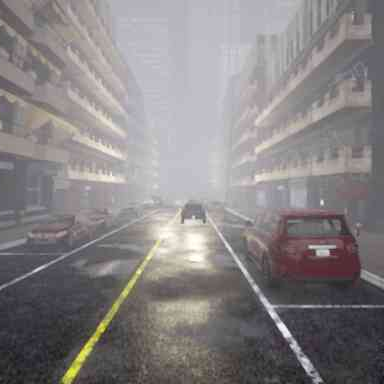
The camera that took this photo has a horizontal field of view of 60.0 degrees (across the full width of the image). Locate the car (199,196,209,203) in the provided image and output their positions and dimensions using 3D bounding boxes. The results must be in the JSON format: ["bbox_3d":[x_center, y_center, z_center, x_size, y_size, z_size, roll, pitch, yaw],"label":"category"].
[{"bbox_3d":[2.703,1.689,76.416,2.008,1.369,4.403,-1,0,0],"label":"car"}]

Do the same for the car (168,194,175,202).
[{"bbox_3d":[-5.675,1.700,82.048,2.008,1.369,4.403,-1,0,0],"label":"car"}]

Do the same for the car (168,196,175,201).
[{"bbox_3d":[-5.671,1.753,93.252,1.802,1.307,4.206,-1,0,0],"label":"car"}]

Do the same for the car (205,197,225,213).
[{"bbox_3d":[2.691,1.591,37.371,1.752,1.417,4.829,-1,0,0],"label":"car"}]

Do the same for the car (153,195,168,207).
[{"bbox_3d":[-5.687,1.412,54.039,2.192,1.841,5.009,-1,0,0],"label":"car"}]

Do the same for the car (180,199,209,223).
[{"bbox_3d":[0.109,1.551,26.112,1.837,1.490,4.892,0,0,0],"label":"car"}]

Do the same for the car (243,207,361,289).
[{"bbox_3d":[2.680,1.331,9.191,2.192,1.841,5.009,-1,0,0],"label":"car"}]

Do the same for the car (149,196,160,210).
[{"bbox_3d":[-5.687,1.627,42.834,2.008,1.369,4.403,-1,0,0],"label":"car"}]

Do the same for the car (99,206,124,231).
[{"bbox_3d":[-5.693,1.619,20.426,1.802,1.307,4.206,-1,0,0],"label":"car"}]

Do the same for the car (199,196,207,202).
[{"bbox_3d":[2.705,1.675,82.187,1.752,1.417,4.829,-1,0,0],"label":"car"}]

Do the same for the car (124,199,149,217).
[{"bbox_3d":[-5.690,1.607,31.630,2.008,1.369,4.403,-1,0,0],"label":"car"}]

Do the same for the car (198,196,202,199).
[{"bbox_3d":[0.114,1.605,44.980,1.812,1.442,4.674,0,0,0],"label":"car"}]

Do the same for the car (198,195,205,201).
[{"bbox_3d":[2.707,1.611,93.222,1.967,1.590,4.097,-1,0,0],"label":"car"}]

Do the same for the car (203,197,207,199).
[{"bbox_3d":[2.693,1.641,42.803,1.947,1.339,4.313,-1,0,0],"label":"car"}]

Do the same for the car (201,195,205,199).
[{"bbox_3d":[2.693,1.526,48.405,1.967,1.590,4.097,-1,0,0],"label":"car"}]

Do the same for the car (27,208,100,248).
[{"bbox_3d":[-5.695,1.609,14.824,1.802,1.307,4.206,-1,0,0],"label":"car"}]

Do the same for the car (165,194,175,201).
[{"bbox_3d":[-5.676,1.475,87.651,2.192,1.841,5.009,-1,0,0],"label":"car"}]
